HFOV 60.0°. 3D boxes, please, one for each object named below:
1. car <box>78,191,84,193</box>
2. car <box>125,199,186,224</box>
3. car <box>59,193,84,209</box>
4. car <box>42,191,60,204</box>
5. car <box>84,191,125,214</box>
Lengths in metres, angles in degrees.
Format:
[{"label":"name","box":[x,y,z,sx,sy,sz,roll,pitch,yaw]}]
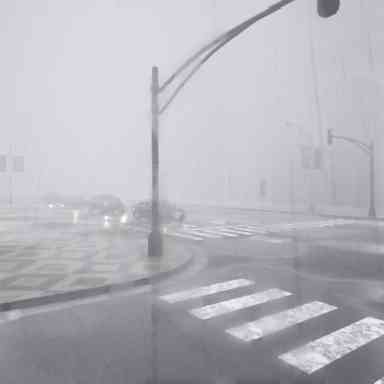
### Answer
[{"label":"car","box":[-21.671,0.519,66.194,1.882,1.535,5.008,0,1,-36]},{"label":"car","box":[-2.325,1.243,22.316,2.128,1.511,4.902,0,1,-36]},{"label":"car","box":[-12.900,1.095,37.009,1.895,1.301,4.718,0,1,-36]},{"label":"car","box":[-18.885,0.693,45.371,2.097,1.767,4.553,0,1,-35]},{"label":"car","box":[-7.655,0.975,29.717,2.097,1.767,4.553,0,1,-36]}]
